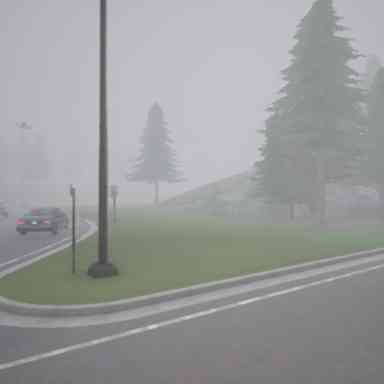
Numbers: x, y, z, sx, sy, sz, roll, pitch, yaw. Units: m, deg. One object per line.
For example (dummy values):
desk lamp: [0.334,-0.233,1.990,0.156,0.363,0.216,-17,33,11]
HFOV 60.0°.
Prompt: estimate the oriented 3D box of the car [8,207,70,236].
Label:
car: [-8.186,1.551,18.692,2.033,1.411,5.357,0,0,-11]

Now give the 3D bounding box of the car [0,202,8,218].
car: [-17.869,1.552,29.995,2.033,1.411,5.357,0,0,-37]
